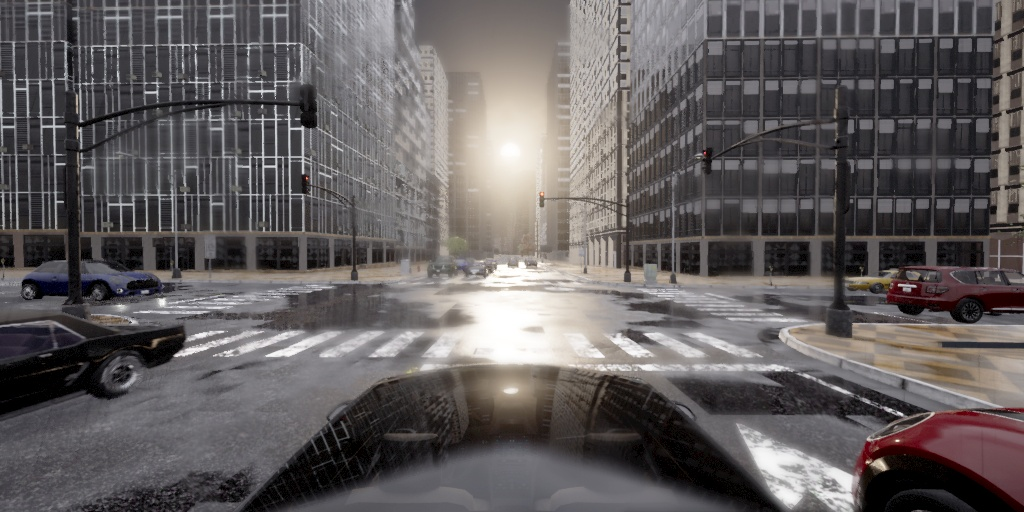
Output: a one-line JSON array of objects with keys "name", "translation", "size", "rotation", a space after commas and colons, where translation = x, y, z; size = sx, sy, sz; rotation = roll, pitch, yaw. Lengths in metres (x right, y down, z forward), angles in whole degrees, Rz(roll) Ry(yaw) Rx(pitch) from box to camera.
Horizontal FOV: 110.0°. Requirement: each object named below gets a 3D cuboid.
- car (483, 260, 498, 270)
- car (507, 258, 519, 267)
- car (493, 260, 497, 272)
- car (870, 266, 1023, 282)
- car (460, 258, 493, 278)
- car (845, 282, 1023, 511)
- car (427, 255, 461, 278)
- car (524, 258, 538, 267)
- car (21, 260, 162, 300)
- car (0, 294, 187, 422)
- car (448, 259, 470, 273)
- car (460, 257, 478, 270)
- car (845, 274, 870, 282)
[{"name": "car", "translation": [-3.169, 1.263, 53.932], "size": [2.033, 1.411, 5.357], "rotation": [0, 0, 0]}, {"name": "car", "translation": [0.207, 1.269, 63.368], "size": [1.994, 1.385, 4.181], "rotation": [0, 0, 0]}, {"name": "car", "translation": [-3.212, 1.327, 43.229], "size": [1.895, 1.301, 4.718], "rotation": [0, 0, 0]}, {"name": "car", "translation": [16.226, 1.282, 12.529], "size": [5.009, 1.841, 2.192], "rotation": [0, 0, 1]}, {"name": "car", "translation": [-3.241, 1.225, 33.947], "size": [2.128, 1.511, 4.902], "rotation": [0, 0, 1]}, {"name": "car", "translation": [3.253, 1.102, 0.415], "size": [2.097, 1.767, 4.553], "rotation": [0, 0, 0]}, {"name": "car", "translation": [-6.483, 0.955, 34.190], "size": [2.150, 2.045, 5.566], "rotation": [0, 0, 0]}, {"name": "car", "translation": [3.458, 1.306, 63.386], "size": [1.895, 1.301, 4.718], "rotation": [0, 0, 0]}, {"name": "car", "translation": [-18.294, 0.971, 15.763], "size": [4.553, 1.767, 2.097], "rotation": [0, 1, 2]}, {"name": "car", "translation": [-6.429, 1.349, 3.745], "size": [1.895, 1.301, 4.718], "rotation": [0, 0, 1]}, {"name": "car", "translation": [-6.458, 1.203, 44.155], "size": [1.882, 1.535, 5.008], "rotation": [0, 0, 0]}, {"name": "car", "translation": [-6.416, 1.067, 53.823], "size": [2.097, 1.767, 4.553], "rotation": [0, 0, 0]}, {"name": "car", "translation": [21.865, 1.410, 20.795], "size": [4.829, 1.417, 1.751], "rotation": [0, 0, 1]}]
